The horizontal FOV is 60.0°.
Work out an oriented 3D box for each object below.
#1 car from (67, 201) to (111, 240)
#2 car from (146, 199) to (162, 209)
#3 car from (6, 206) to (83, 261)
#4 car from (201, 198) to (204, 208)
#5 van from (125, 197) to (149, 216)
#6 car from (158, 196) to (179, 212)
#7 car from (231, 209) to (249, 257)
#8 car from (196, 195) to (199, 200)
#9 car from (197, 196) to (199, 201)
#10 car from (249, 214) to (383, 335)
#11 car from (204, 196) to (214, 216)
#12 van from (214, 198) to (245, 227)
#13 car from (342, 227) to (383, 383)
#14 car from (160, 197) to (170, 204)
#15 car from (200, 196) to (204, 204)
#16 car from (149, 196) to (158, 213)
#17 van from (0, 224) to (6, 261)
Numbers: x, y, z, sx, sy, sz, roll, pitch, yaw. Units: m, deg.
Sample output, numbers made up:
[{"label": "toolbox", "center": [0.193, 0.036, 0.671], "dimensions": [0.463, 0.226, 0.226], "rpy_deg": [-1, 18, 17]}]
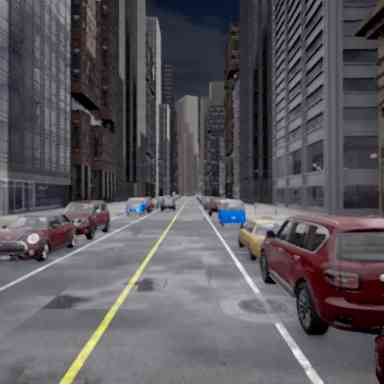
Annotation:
[{"label": "car", "center": [-5.799, 1.415, 17.905], "dimensions": [2.192, 1.841, 5.009], "rpy_deg": [0, 0, 0]}, {"label": "car", "center": [-5.872, 1.826, 51.560], "dimensions": [2.008, 1.369, 4.403], "rpy_deg": [0, 0, 0]}, {"label": "car", "center": [-5.787, 1.511, 12.295], "dimensions": [1.967, 1.590, 4.097], "rpy_deg": [0, 0, 0]}, {"label": "car", "center": [2.665, 1.778, 45.979], "dimensions": [1.887, 1.381, 4.507], "rpy_deg": [0, 0, 0]}, {"label": "van", "center": [-5.836, 1.528, 34.733], "dimensions": [1.690, 1.788, 3.998], "rpy_deg": [0, 0, 0]}, {"label": "car", "center": [-3.093, 1.707, 43.630], "dimensions": [1.882, 1.535, 5.008], "rpy_deg": [0, -1, 0]}, {"label": "car", "center": [2.738, 1.585, 12.495], "dimensions": [1.752, 1.417, 4.829], "rpy_deg": [0, 0, 0]}, {"label": "car", "center": [2.592, 1.940, 79.804], "dimensions": [1.752, 1.417, 4.829], "rpy_deg": [0, 0, 0]}, {"label": "car", "center": [2.617, 1.898, 68.415], "dimensions": [1.887, 1.381, 4.507], "rpy_deg": [0, 0, 0]}, {"label": "car", "center": [2.750, 1.346, 6.717], "dimensions": [2.192, 1.841, 5.009], "rpy_deg": [0, 0, 0]}, {"label": "car", "center": [2.689, 1.490, 34.762], "dimensions": [2.192, 1.841, 5.009], "rpy_deg": [0, 0, 0]}, {"label": "van", "center": [2.714, 1.458, 23.544], "dimensions": [1.690, 1.788, 3.998], "rpy_deg": [0, 0, 0]}, {"label": "car", "center": [2.762, 1.318, 1.108], "dimensions": [2.192, 1.841, 5.009], "rpy_deg": [0, 0, 0]}, {"label": "car", "center": [-5.920, 1.835, 73.999], "dimensions": [1.967, 1.590, 4.097], "rpy_deg": [0, 0, 0]}, {"label": "car", "center": [2.653, 1.703, 51.589], "dimensions": [1.967, 1.590, 4.097], "rpy_deg": [0, 0, 0]}, {"label": "car", "center": [-5.848, 1.531, 40.343], "dimensions": [2.192, 1.841, 5.009], "rpy_deg": [0, 0, 0]}, {"label": "van", "center": [-5.775, 1.384, 6.686], "dimensions": [1.690, 1.788, 3.998], "rpy_deg": [0, 0, 0]}]
